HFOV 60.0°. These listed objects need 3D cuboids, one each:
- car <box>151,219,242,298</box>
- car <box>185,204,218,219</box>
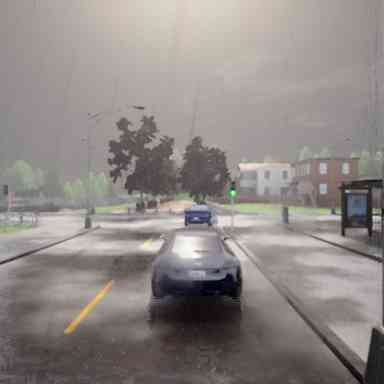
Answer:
[{"bbox_3d":[0.092,1.625,8.708,1.994,1.385,4.181,0,0,0],"label":"car"},{"bbox_3d":[0.769,1.646,24.706,1.882,1.535,5.008,0,0,11],"label":"car"}]
